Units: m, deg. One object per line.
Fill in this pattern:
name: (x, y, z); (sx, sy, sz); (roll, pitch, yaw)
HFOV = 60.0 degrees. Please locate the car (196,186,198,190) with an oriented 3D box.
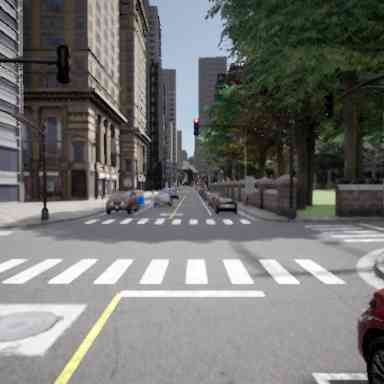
car: (2.775, -0.206, 82.226); (2.192, 1.841, 5.009); (0, 1, 0)

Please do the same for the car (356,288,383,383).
car: (2.764, 1.287, 1.479); (2.192, 1.841, 5.009); (0, 1, 0)

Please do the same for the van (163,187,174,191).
van: (-5.752, -0.075, 76.828); (1.690, 1.788, 3.998); (0, 1, 0)

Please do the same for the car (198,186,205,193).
car: (2.773, 0.108, 65.968); (2.192, 1.841, 5.009); (0, 1, 0)

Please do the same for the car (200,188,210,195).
car: (2.771, 0.545, 55.134); (1.887, 1.381, 4.507); (0, 1, 0)

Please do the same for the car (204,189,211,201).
car: (2.769, 0.743, 38.874); (1.967, 1.590, 4.097); (0, 1, 0)

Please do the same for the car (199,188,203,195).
car: (2.771, 0.463, 60.554); (1.947, 1.339, 4.313); (0, 1, 0)

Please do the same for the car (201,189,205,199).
car: (2.770, 0.684, 49.715); (1.802, 1.307, 4.206); (0, 1, 0)

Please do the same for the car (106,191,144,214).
car: (-5.758, 0.815, 28.053); (2.192, 1.841, 5.009); (0, 1, 0)

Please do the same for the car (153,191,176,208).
car: (-3.081, 0.879, 36.119); (1.812, 1.442, 4.674); (0, 1, 0)

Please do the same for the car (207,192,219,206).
car: (2.768, 0.984, 33.457); (1.802, 1.307, 4.206); (0, 1, 0)

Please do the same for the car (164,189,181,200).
car: (-3.044, 0.633, 53.419); (1.895, 1.301, 4.718); (0, 1, 1)

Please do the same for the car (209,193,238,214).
car: (2.767, 1.066, 28.037); (1.947, 1.339, 4.313); (0, 1, 0)
